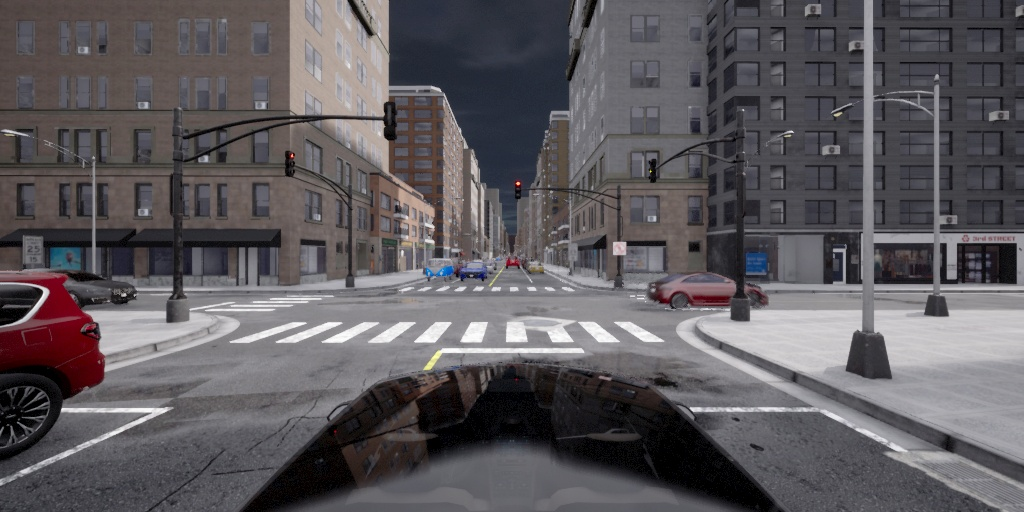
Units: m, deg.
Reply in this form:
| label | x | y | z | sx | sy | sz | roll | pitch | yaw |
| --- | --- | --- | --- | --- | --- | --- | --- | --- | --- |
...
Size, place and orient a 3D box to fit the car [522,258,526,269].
| label | x | y | z | sx | sy | sz | roll | pitch | yaw |
| --- | --- | --- | --- | --- | --- | --- | --- | --- | --- |
| car | 2.698 | 1.295 | 45.935 | 2.007 | 1.370 | 4.403 | 0 | 0 | 0 |

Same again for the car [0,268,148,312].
| label | x | y | z | sx | sy | sz | roll | pitch | yaw |
| --- | --- | --- | --- | --- | --- | --- | --- | --- | --- |
| car | -17.566 | 1.264 | 13.906 | 4.892 | 1.490 | 1.837 | 0 | 0 | -2 |

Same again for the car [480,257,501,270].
| label | x | y | z | sx | sy | sz | roll | pitch | yaw |
| --- | --- | --- | --- | --- | --- | --- | --- | --- | --- |
| car | -3.056 | 1.235 | 49.637 | 2.128 | 1.511 | 4.902 | 0 | 0 | 0 |

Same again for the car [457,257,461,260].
| label | x | y | z | sx | sy | sz | roll | pitch | yaw |
| --- | --- | --- | --- | --- | --- | --- | --- | --- | --- |
| car | -5.836 | 1.061 | 34.727 | 2.192 | 1.841 | 5.009 | 0 | 0 | 0 |

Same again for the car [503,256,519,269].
| label | x | y | z | sx | sy | sz | roll | pitch | yaw |
| --- | --- | --- | --- | --- | --- | --- | --- | --- | --- |
| car | 0.138 | 0.960 | 57.922 | 2.150 | 2.045 | 5.566 | 0 | 0 | 0 |

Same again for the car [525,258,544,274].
| label | x | y | z | sx | sy | sz | roll | pitch | yaw |
| --- | --- | --- | --- | --- | --- | --- | --- | --- | --- |
| car | 2.694 | 1.271 | 40.511 | 1.751 | 1.417 | 4.829 | 0 | 0 | 0 |

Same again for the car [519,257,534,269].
| label | x | y | z | sx | sy | sz | roll | pitch | yaw |
| --- | --- | --- | --- | --- | --- | --- | --- | --- | --- |
| car | 2.706 | 1.057 | 57.124 | 2.192 | 1.841 | 5.009 | 0 | 0 | 0 |

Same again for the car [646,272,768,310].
| label | x | y | z | sx | sy | sz | roll | pitch | yaw |
| --- | --- | --- | --- | --- | --- | --- | --- | --- | --- |
| car | 7.522 | 1.308 | 14.056 | 4.181 | 1.385 | 1.994 | 0 | 0 | 0 |

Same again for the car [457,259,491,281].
| label | x | y | z | sx | sy | sz | roll | pitch | yaw |
| --- | --- | --- | --- | --- | --- | --- | --- | --- | --- |
| car | -3.081 | 1.225 | 29.707 | 1.882 | 1.535 | 5.008 | 0 | 0 | 0 |

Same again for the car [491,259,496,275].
| label | x | y | z | sx | sy | sz | roll | pitch | yaw |
| --- | --- | --- | --- | --- | --- | --- | --- | --- | --- |
| car | -3.073 | 1.347 | 39.641 | 1.895 | 1.301 | 4.718 | 0 | 0 | 0 |

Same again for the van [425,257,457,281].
| label | x | y | z | sx | sy | sz | roll | pitch | yaw |
| --- | --- | --- | --- | --- | --- | --- | --- | --- | --- |
| van | -5.839 | 1.088 | 29.131 | 1.690 | 1.789 | 3.998 | 0 | 0 | 0 |

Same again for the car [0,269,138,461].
| label | x | y | z | sx | sy | sz | roll | pitch | yaw |
| --- | --- | --- | --- | --- | --- | --- | --- | --- | --- |
| car | -5.857 | 1.065 | 2.183 | 2.192 | 1.841 | 5.009 | 0 | 0 | 0 |

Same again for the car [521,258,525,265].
| label | x | y | z | sx | sy | sz | roll | pitch | yaw |
| --- | --- | --- | --- | --- | --- | --- | --- | --- | --- |
| car | 2.702 | 1.309 | 51.530 | 1.948 | 1.339 | 4.313 | 0 | 0 | 0 |
